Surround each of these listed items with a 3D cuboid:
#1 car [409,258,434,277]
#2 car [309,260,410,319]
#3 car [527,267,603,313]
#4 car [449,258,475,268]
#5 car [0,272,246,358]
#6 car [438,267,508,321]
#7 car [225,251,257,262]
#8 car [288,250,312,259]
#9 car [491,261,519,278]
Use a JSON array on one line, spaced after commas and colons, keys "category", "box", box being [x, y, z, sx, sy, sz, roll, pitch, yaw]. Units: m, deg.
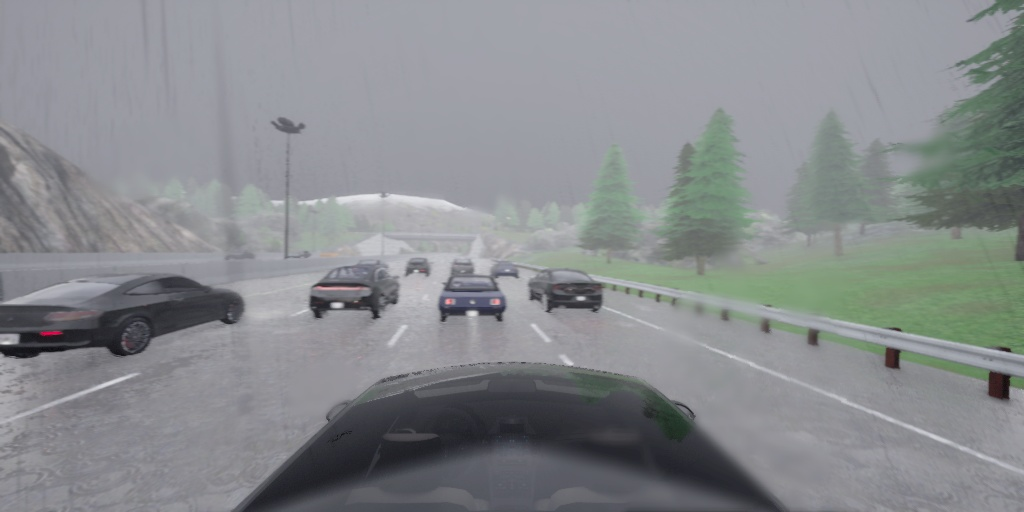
[{"category": "car", "box": [-7.653, 0.877, 29.688, 1.837, 1.490, 4.892, 1, 0, -9]}, {"category": "car", "box": [-4.915, 1.057, 11.804, 2.128, 1.511, 4.902, 1, 0, -8]}, {"category": "car", "box": [1.855, 1.178, 13.890, 1.882, 1.535, 5.008, 1, 0, -8]}, {"category": "car", "box": [-4.098, 0.943, 29.612, 2.128, 1.511, 4.902, 1, 0, -9]}, {"category": "car", "box": [-7.866, 1.056, 7.669, 1.812, 1.442, 4.674, 1, 0, -7]}, {"category": "car", "box": [-1.375, 1.245, 11.899, 1.895, 1.301, 4.718, 1, 0, -8]}, {"category": "car", "box": [-35.219, -0.009, 46.699, 1.994, 1.385, 4.181, 1, 0, -9]}, {"category": "car", "box": [-28.301, -0.107, 47.786, 1.837, 1.490, 4.892, 1, 0, -9]}, {"category": "car", "box": [-0.664, 1.087, 30.280, 1.994, 1.385, 4.181, 1, 0, -9]}]
